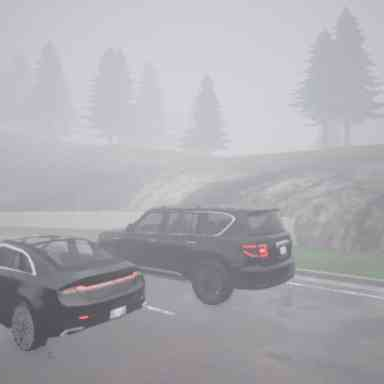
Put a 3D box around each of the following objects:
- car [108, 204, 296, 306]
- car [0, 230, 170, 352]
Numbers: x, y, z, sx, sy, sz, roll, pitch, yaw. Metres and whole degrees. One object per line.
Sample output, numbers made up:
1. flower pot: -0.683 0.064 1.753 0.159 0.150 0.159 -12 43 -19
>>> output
1. car: -0.221 1.340 8.555 5.566 2.045 2.150 -1 -1 38
2. car: -3.028 1.597 6.380 4.902 1.511 2.128 -1 -1 37
